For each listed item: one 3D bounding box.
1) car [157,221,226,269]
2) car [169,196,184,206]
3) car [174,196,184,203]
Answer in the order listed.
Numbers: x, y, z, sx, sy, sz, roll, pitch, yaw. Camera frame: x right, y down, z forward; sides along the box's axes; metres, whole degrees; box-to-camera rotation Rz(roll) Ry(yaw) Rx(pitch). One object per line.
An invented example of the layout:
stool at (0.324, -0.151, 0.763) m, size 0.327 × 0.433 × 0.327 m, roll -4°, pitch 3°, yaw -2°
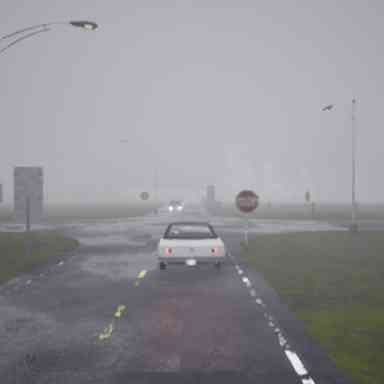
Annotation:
car at (-0.102, 1.618, 11.214) m, size 1.895 × 1.301 × 4.718 m, roll 0°, pitch 0°, yaw -2°
car at (-2.786, 1.690, 55.982) m, size 1.895 × 1.301 × 4.718 m, roll 0°, pitch 0°, yaw 0°
car at (-2.722, 1.532, 72.285) m, size 1.994 × 1.385 × 4.181 m, roll 0°, pitch 0°, yaw 0°
